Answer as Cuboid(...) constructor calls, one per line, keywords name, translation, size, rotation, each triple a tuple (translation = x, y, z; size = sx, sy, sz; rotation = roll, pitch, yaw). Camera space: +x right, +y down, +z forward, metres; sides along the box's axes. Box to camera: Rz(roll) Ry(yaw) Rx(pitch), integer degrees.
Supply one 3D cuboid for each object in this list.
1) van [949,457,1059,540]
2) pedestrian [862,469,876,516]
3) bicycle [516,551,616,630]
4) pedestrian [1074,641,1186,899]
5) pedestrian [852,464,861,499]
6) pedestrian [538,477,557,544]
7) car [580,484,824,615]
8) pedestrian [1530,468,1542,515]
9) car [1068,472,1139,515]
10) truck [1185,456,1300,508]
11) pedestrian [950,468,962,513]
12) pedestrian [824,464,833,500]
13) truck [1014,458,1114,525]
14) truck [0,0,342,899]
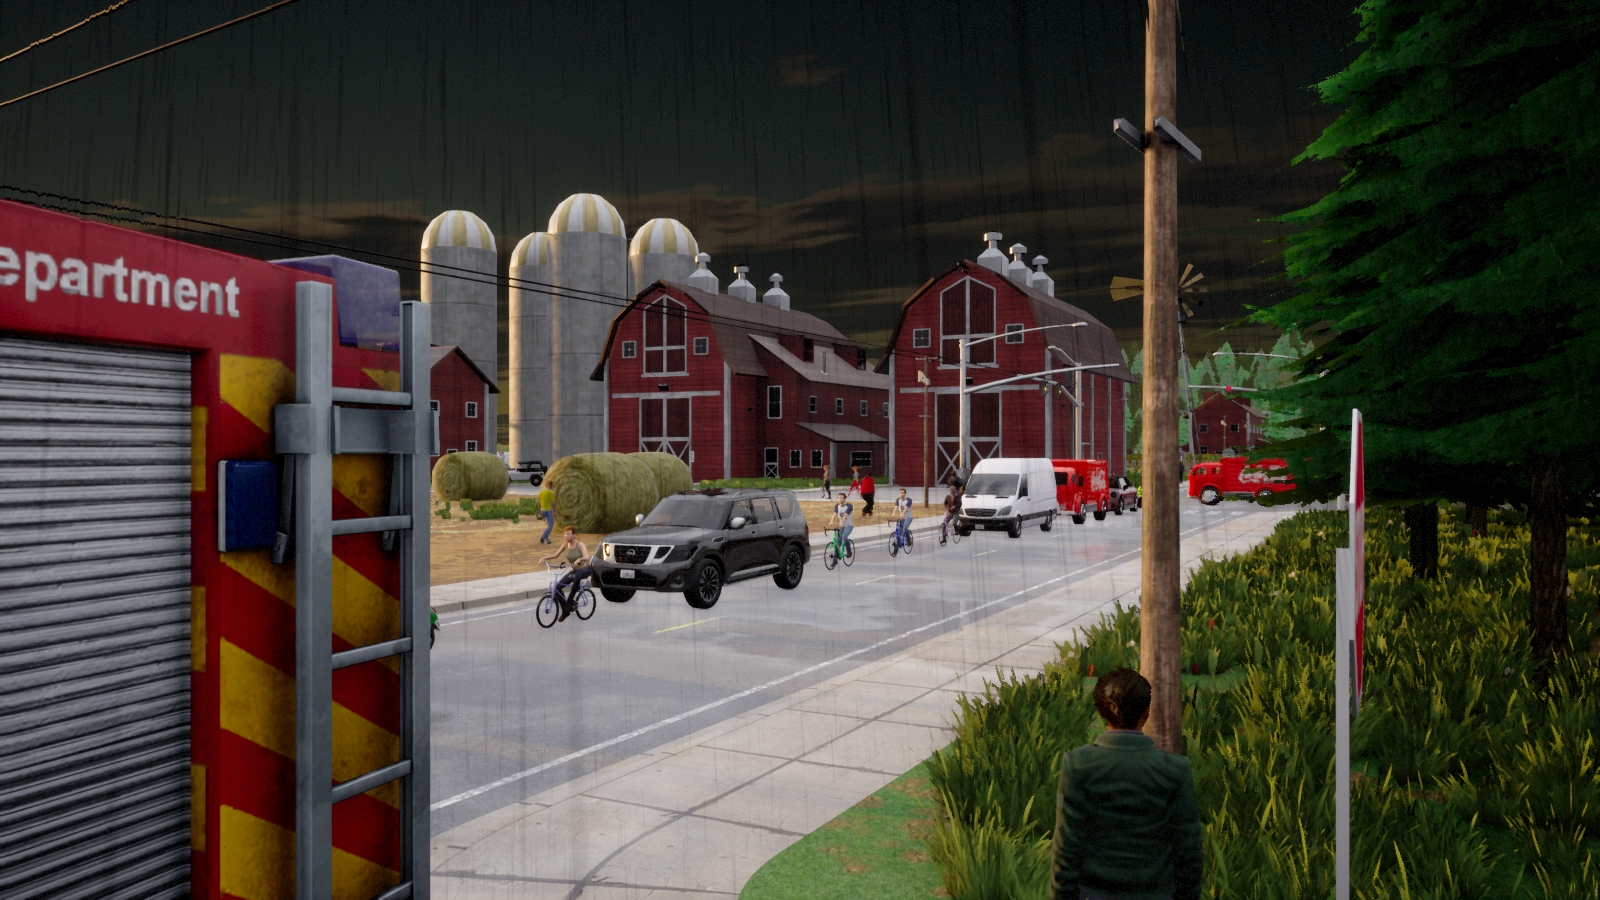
Cuboid(name="van", translation=(7.066, 1.534, 38.946), size=(1.988, 2.561, 5.915), rotation=(0, 0, 28))
Cuboid(name="pedestrian", translation=(2.730, 1.678, 45.289), size=(0.375, 1.860, 0.375), rotation=(0, 0, -40))
Cuboid(name="bicycle", translation=(-3.785, 2.256, 18.579), size=(0.859, 1.080, 1.487), rotation=(0, 0, 28))
Cuboid(name="pedestrian", translation=(1.192, 1.663, 4.153), size=(0.375, 1.860, 0.375), rotation=(0, 0, 14))
Cuboid(name="pedestrian", translation=(3.002, 1.670, 60.521), size=(0.375, 1.860, 0.375), rotation=(0, 0, 28))
Cuboid(name="pedestrian", translation=(-7.079, 1.681, 32.004), size=(0.375, 1.860, 0.375), rotation=(0, 0, 35))
Cuboid(name="car", translation=(-1.716, 1.779, 22.426), size=(2.150, 2.045, 5.566), rotation=(0, 0, 27))
Cuboid(name="pedestrian", translation=(29.603, 1.670, 45.981), size=(0.375, 1.860, 0.375), rotation=(0, 0, 27))
Cuboid(name="car", translation=(13.658, 1.903, 51.219), size=(2.097, 1.767, 4.553), rotation=(0, 0, 28))
Cuboid(name="truck", translation=(22.445, 1.559, 57.944), size=(5.204, 2.467, 2.627), rotation=(0, 0, 27))
Cuboid(name="pedestrian", translation=(6.506, 1.694, 47.732), size=(0.375, 1.860, 0.375), rotation=(0, 0, 34))
Cuboid(name="pedestrian", translation=(1.489, 1.668, 60.191), size=(0.375, 1.860, 0.375), rotation=(0, 0, 19))
Cuboid(name="truck", translation=(10.557, 1.568, 45.372), size=(2.627, 2.467, 5.204), rotation=(0, 0, 28))
Cuboid(name="truck", translation=(-5.973, 0.867, 3.802), size=(8.468, 3.827, 2.891), rotation=(0, 0, 20))
